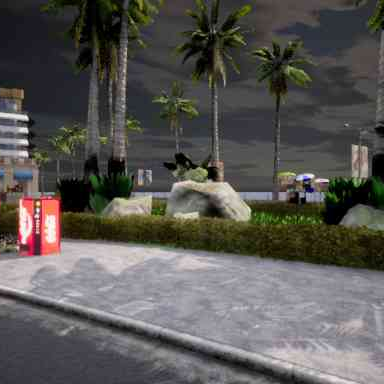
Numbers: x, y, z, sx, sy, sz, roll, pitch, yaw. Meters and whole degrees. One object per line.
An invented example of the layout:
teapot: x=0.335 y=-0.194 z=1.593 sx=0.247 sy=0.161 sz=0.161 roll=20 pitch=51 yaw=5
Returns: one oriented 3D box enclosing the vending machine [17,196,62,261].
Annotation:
vending machine: x=-5.242 y=1.195 z=11.447 sx=0.880 sy=2.100 sz=1.100 roll=0 pitch=0 yaw=28
